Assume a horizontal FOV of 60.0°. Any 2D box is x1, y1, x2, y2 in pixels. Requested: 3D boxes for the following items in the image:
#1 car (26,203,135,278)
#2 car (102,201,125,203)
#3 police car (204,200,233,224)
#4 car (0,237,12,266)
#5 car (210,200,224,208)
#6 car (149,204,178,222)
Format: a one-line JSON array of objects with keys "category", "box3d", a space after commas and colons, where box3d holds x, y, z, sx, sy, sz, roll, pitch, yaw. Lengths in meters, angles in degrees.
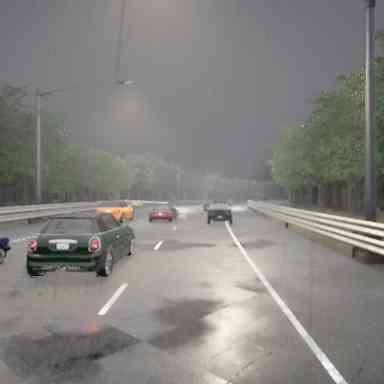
[{"category": "car", "box3d": [-3.197, 1.400, 10.500, 2.097, 1.767, 4.553, 0, 0, 2]}, {"category": "car", "box3d": [-5.949, 1.486, 26.115, 2.097, 1.767, 4.553, 0, 0, 4]}, {"category": "police car", "box3d": [2.141, 1.557, 26.007, 1.930, 1.638, 5.238, 0, 0, 4]}, {"category": "car", "box3d": [-6.760, 1.637, 8.550, 1.895, 1.301, 4.718, 0, 0, 1]}, {"category": "car", "box3d": [4.464, 2.136, 59.125, 1.994, 1.385, 4.181, 0, -1, 9]}, {"category": "car", "box3d": [-2.320, 1.707, 27.889, 1.994, 1.385, 4.181, 0, 0, 4]}]
